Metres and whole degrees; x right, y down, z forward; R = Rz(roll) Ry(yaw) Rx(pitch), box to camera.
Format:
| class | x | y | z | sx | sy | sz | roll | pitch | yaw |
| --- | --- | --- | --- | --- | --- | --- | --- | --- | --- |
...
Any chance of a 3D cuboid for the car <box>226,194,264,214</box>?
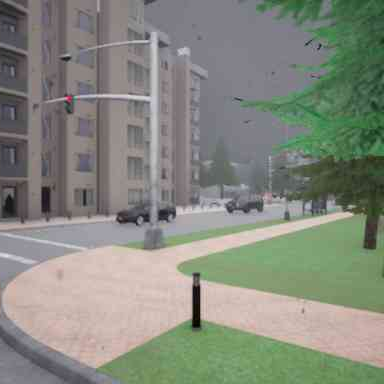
| class | x | y | z | sx | sy | sz | roll | pitch | yaw |
| --- | --- | --- | --- | --- | --- | --- | --- | --- | --- |
| car | 5.811 | 1.214 | 35.806 | 2.150 | 2.045 | 5.566 | 0 | 0 | 37 |

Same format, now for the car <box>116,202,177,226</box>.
| class | x | y | z | sx | sy | sz | roll | pitch | yaw |
| --- | --- | --- | --- | --- | --- | --- | --- | --- | --- |
| car | -3.169 | 1.471 | 23.749 | 1.882 | 1.535 | 5.008 | 0 | 0 | 37 |
